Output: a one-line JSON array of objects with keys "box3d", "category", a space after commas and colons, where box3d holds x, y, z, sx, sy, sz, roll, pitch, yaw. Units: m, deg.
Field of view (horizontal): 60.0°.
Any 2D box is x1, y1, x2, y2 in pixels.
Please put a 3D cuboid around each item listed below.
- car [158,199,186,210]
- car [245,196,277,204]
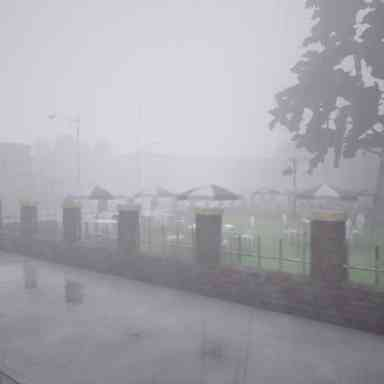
[{"box3d": [-2.432, 1.492, 41.215, 1.994, 1.385, 4.181, 0, 0, 36], "category": "car"}, {"box3d": [10.563, 1.315, 50.752, 4.892, 1.490, 1.837, 0, 0, 3], "category": "car"}]
